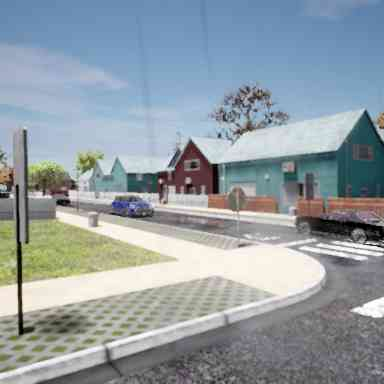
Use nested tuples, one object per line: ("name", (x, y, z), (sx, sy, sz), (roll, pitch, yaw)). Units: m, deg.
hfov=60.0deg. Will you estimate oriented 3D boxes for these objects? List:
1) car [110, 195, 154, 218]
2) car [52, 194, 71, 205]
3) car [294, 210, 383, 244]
("car", (-4.884, 1.045, 26.817), (2.097, 1.767, 4.553), (-1, 1, -35))
("car", (-18.327, 0.968, 45.808), (2.033, 1.411, 5.357), (-1, 1, -35))
("car", (6.932, 1.455, 15.120), (1.895, 1.301, 4.718), (-1, 1, -28))
